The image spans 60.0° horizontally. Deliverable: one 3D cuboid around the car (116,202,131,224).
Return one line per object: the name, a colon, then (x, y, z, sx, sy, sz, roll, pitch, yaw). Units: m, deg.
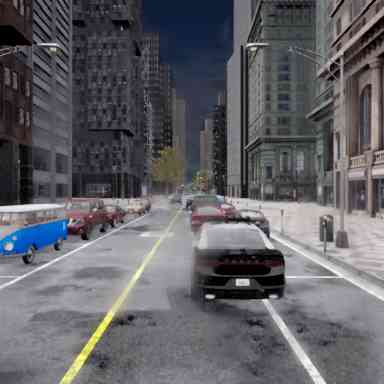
car: (-5.717, 1.546, 22.562, 1.887, 1.381, 4.507, 0, 0, 0)

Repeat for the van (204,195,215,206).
van: (2.913, 1.347, 55.675, 1.690, 1.788, 3.998, 0, 0, 0)

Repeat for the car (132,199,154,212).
car: (-5.681, 1.547, 39.138, 1.887, 1.381, 4.507, 0, 0, 0)

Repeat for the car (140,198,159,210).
car: (-5.669, 1.548, 44.663, 1.887, 1.381, 4.507, 0, 0, 0)

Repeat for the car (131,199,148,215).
car: (-5.693, 1.527, 33.443, 1.752, 1.417, 4.829, 0, 0, 0)

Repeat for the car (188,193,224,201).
car: (0.958, 1.226, 24.499, 2.150, 2.045, 5.566, 0, 0, 0)

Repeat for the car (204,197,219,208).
car: (2.898, 1.549, 50.150, 1.887, 1.381, 4.507, 0, 0, 0)

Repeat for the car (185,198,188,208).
car: (0.143, 1.509, 47.417, 1.837, 1.490, 4.892, 0, 0, 1)

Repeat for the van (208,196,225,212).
van: (2.871, 1.344, 39.101, 1.690, 1.788, 3.998, 0, 0, 0)

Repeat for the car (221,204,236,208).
car: (2.813, 1.552, 17.000, 2.008, 1.369, 4.403, 0, 0, 0)

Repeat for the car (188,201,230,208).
car: (0.871, 1.479, 18.458, 1.882, 1.535, 5.008, 0, 0, -1)

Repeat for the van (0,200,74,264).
van: (-5.740, 1.342, 11.511, 1.690, 1.788, 3.998, 0, 0, 0)

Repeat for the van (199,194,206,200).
van: (2.990, 1.374, 93.660, 1.690, 1.788, 3.998, 0, 0, 0)

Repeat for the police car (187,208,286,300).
police car: (0.920, 1.426, 8.578, 1.930, 1.638, 5.238, 0, 0, 0)

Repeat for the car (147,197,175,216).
car: (-3.007, 1.528, 32.958, 1.812, 1.442, 4.674, 0, 0, 0)

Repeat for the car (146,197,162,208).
car: (-5.657, 1.549, 50.189, 1.887, 1.381, 4.507, 0, 0, 0)

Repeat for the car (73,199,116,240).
car: (-5.728, 1.316, 17.036, 2.192, 1.841, 5.009, 0, 0, 0)

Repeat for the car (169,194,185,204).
car: (-2.856, 1.557, 62.261, 2.033, 1.411, 5.357, 0, 0, 0)
